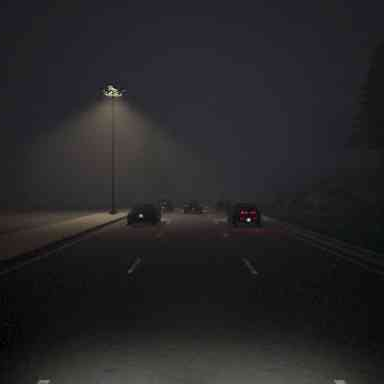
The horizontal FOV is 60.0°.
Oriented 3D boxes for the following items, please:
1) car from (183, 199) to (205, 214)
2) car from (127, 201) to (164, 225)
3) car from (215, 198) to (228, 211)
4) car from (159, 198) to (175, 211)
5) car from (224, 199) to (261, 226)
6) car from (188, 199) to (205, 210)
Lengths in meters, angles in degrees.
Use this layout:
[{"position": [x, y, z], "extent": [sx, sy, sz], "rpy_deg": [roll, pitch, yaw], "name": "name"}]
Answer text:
[{"position": [0.149, 1.526, 35.377], "extent": [1.812, 1.442, 4.674], "rpy_deg": [0, 0, 1], "name": "car"}, {"position": [-3.395, 1.563, 24.150], "extent": [1.994, 1.385, 4.181], "rpy_deg": [0, 0, 0], "name": "car"}, {"position": [3.815, 1.477, 40.405], "extent": [1.882, 1.535, 5.008], "rpy_deg": [0, 0, 2], "name": "car"}, {"position": [-3.188, 1.504, 40.225], "extent": [1.837, 1.490, 4.892], "rpy_deg": [0, 0, 2], "name": "car"}, {"position": [3.606, 1.504, 23.534], "extent": [1.837, 1.490, 4.892], "rpy_deg": [0, 0, 0], "name": "car"}, {"position": [0.649, 1.601, 44.531], "extent": [1.895, 1.301, 4.718], "rpy_deg": [0, 0, 6], "name": "car"}]
